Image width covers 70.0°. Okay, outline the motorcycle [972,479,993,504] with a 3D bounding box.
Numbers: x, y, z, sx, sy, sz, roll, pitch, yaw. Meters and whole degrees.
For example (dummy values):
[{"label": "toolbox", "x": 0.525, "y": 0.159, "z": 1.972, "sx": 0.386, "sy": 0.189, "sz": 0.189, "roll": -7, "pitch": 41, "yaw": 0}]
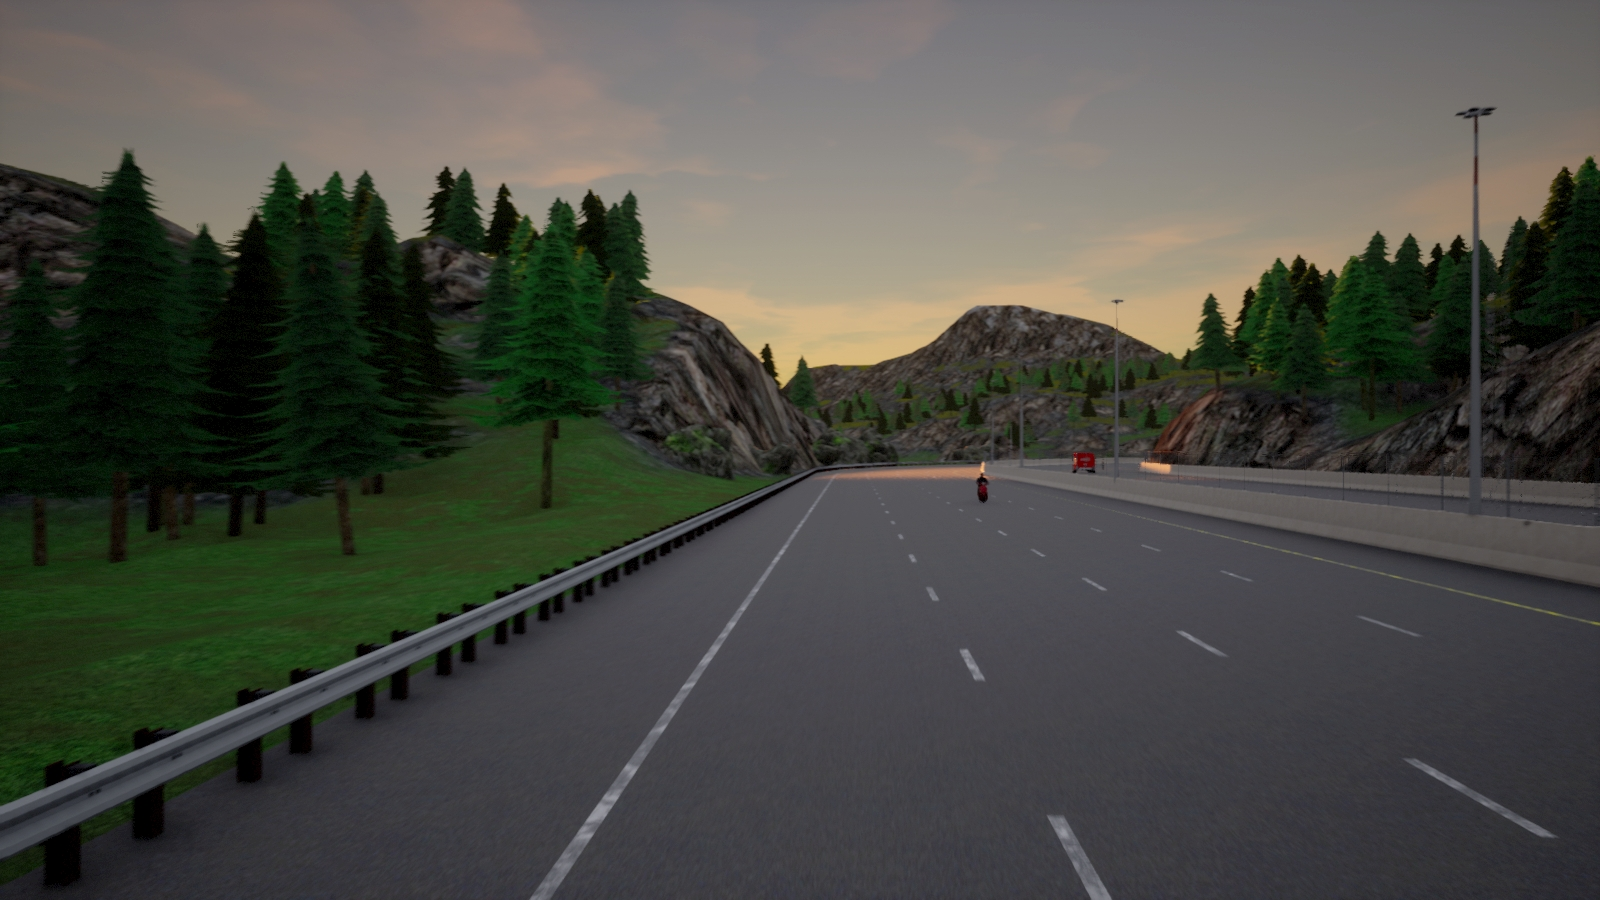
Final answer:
[{"label": "motorcycle", "x": 9.586, "y": 2.193, "z": 60.091, "sx": 0.856, "sy": 1.236, "sz": 1.805, "roll": 0, "pitch": 0, "yaw": 3}]
